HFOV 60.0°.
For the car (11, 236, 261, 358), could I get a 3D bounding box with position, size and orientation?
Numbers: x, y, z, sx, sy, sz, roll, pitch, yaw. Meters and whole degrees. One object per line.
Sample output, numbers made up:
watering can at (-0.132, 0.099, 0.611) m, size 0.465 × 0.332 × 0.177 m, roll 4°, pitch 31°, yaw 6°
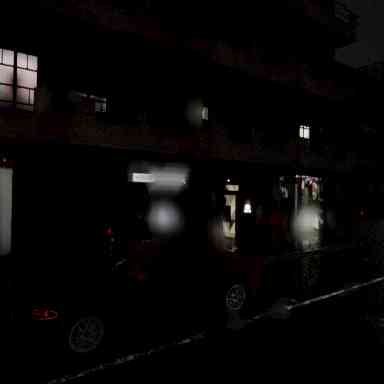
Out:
car at (-0.725, 1.546, 6.030) m, size 4.507 × 1.381 × 1.887 m, roll 0°, pitch 1°, yaw -36°
